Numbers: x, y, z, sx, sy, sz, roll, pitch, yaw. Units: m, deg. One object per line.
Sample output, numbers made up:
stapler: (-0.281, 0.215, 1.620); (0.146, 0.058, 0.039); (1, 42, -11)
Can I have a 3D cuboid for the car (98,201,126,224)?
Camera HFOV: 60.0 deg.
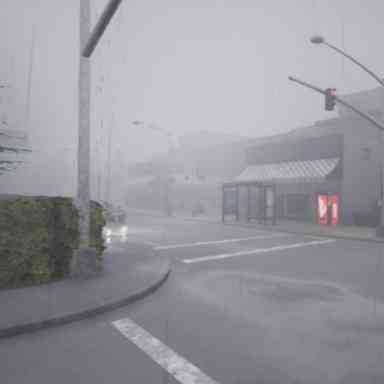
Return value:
car: (-6.257, 1.401, 23.331); (2.128, 1.511, 4.902); (1, 0, -35)
